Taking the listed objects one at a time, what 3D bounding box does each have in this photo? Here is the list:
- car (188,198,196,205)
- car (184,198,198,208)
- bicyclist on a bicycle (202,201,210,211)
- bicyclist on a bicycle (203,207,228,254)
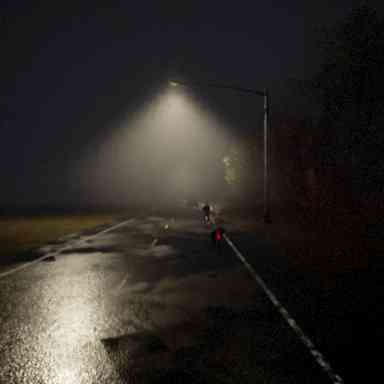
[{"bbox_3d":[-0.004,1.975,73.566,1.812,1.442,4.674,0,0,0],"label":"car"},{"bbox_3d":[0.097,1.912,56.770,1.994,1.385,4.181,0,0,0],"label":"car"},{"bbox_3d":[0.962,1.508,22.416,0.659,1.776,1.843,0,0,0],"label":"bicyclist on a bicycle"},{"bbox_3d":[0.996,1.516,12.959,0.866,1.612,1.509,0,0,0],"label":"bicyclist on a bicycle"}]
